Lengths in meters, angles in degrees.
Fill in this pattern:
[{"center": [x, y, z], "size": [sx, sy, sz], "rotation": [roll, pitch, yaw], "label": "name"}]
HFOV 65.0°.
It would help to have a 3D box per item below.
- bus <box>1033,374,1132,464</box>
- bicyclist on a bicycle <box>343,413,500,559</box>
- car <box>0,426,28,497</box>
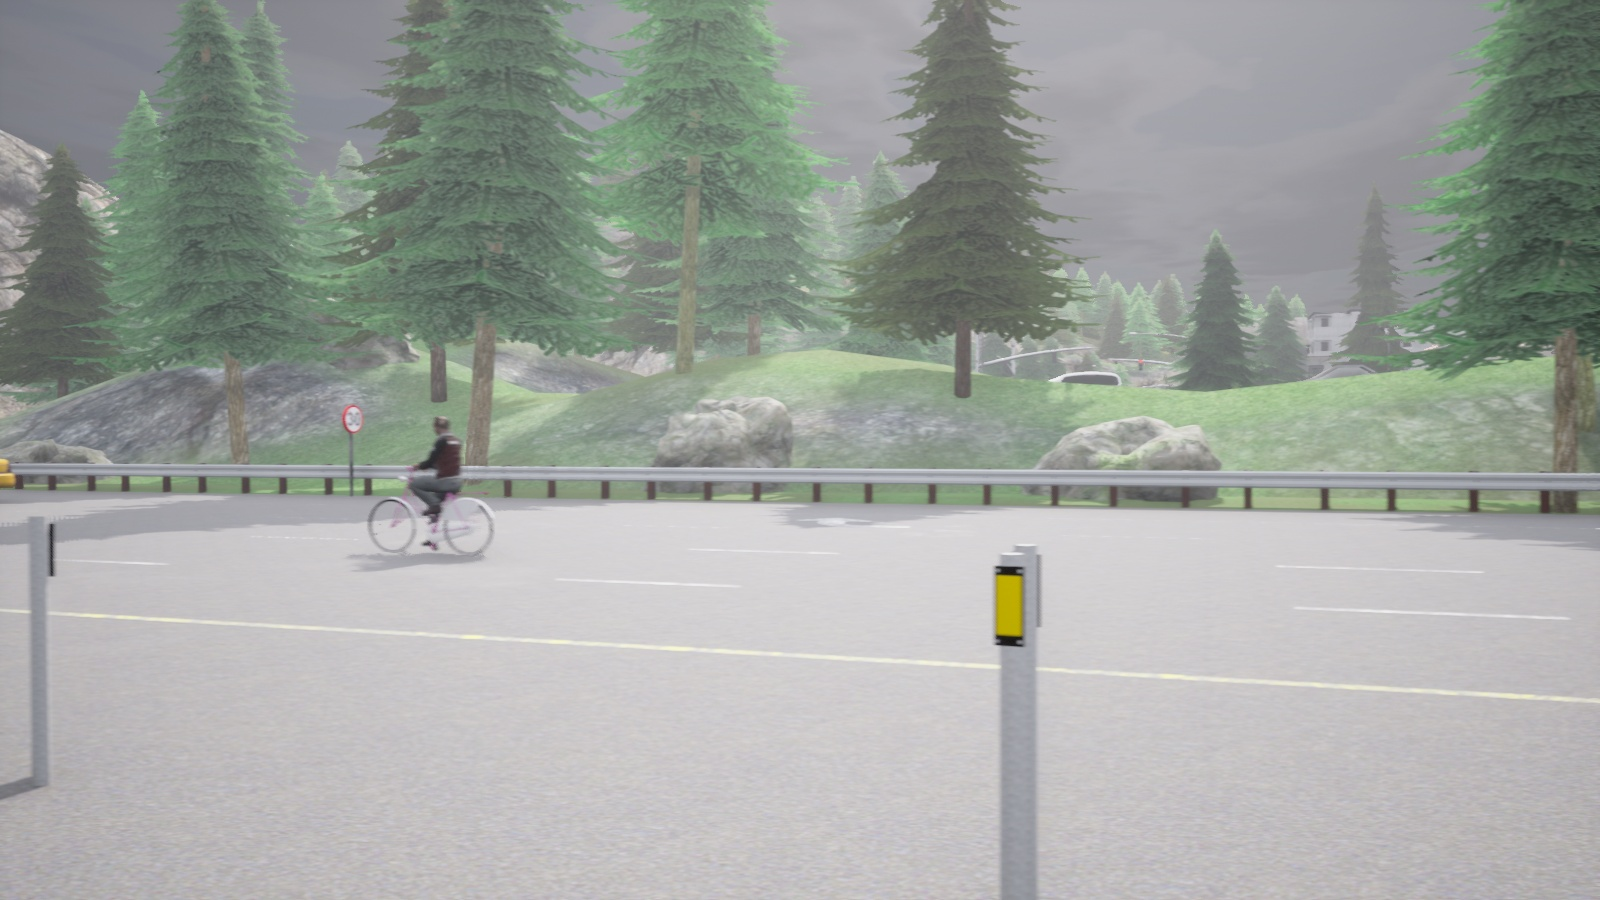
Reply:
[{"center": [14.405, -1.556, 64.975], "size": [3.944, 4.253, 10.273], "rotation": [0, 1, 7], "label": "bus"}, {"center": [-4.786, 0.424, 15.880], "size": [1.843, 1.776, 0.659], "rotation": [1, 1, 19], "label": "bicyclist on a bicycle"}, {"center": [-20.365, 0.232, 28.510], "size": [5.366, 1.575, 1.801], "rotation": [1, 1, 19], "label": "car"}]
